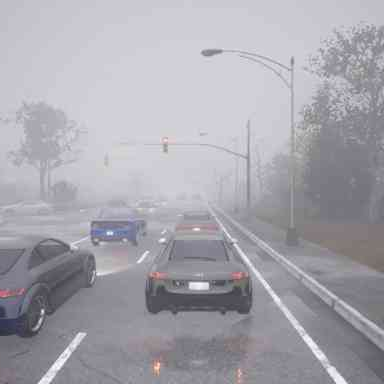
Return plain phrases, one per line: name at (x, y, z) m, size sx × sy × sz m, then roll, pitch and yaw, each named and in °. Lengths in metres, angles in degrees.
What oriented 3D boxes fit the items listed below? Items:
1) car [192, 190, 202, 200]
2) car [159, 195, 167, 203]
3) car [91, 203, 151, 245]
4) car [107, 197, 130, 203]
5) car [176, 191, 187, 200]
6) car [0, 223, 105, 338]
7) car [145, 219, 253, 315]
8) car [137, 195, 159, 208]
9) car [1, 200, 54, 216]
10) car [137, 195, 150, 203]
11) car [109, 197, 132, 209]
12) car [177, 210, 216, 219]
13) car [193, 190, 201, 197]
car at (1.081, 0.850, 73.994) m, size 2.097 × 1.767 × 4.553 m, roll 0°, pitch 3°, yaw 1°
car at (-6.054, 1.372, 67.253) m, size 2.033 × 1.411 × 5.357 m, roll 0°, pitch 2°, yaw 1°
car at (-3.279, 1.478, 15.620) m, size 1.882 × 1.535 × 5.008 m, roll 0°, pitch 0°, yaw -1°
car at (-6.768, 1.491, 29.421) m, size 2.128 × 1.511 × 4.902 m, roll 0°, pitch 0°, yaw 1°
car at (-2.418, 1.045, 74.092) m, size 1.994 × 1.385 × 4.181 m, roll 0°, pitch 3°, yaw 1°
car at (-3.357, 1.564, 6.633) m, size 1.994 × 1.385 × 4.181 m, roll 0°, pitch 0°, yaw 0°
car at (0.145, 1.564, 7.659) m, size 1.994 × 1.385 × 4.181 m, roll 0°, pitch 0°, yaw 1°
car at (-6.451, 1.352, 48.047) m, size 2.097 × 1.767 × 4.553 m, roll 0°, pitch 0°, yaw 1°
car at (-15.791, 1.526, 32.096) m, size 4.674 × 1.442 × 1.812 m, roll 0°, pitch 1°, yaw -21°
car at (-9.585, 1.386, 65.758) m, size 1.837 × 1.490 × 4.892 m, roll 0°, pitch 1°, yaw 1°
car at (-9.976, 1.490, 46.743) m, size 2.128 × 1.511 × 4.902 m, roll 0°, pitch 0°, yaw 1°
car at (0.232, 1.564, 16.058) m, size 1.994 × 1.385 × 4.181 m, roll 0°, pitch 0°, yaw 1°
car at (1.249, 0.317, 84.031) m, size 1.837 × 1.490 × 4.892 m, roll 0°, pitch 3°, yaw 1°
